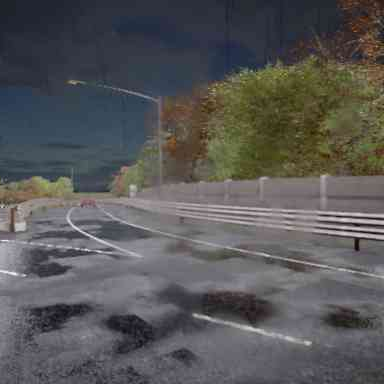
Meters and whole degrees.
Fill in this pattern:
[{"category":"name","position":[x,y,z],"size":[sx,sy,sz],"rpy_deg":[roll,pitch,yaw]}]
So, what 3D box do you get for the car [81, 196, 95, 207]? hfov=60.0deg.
[{"category":"car","position":[-16.853,1.488,53.960],"size":[2.097,1.767,4.553],"rpy_deg":[0,-2,-16]}]
